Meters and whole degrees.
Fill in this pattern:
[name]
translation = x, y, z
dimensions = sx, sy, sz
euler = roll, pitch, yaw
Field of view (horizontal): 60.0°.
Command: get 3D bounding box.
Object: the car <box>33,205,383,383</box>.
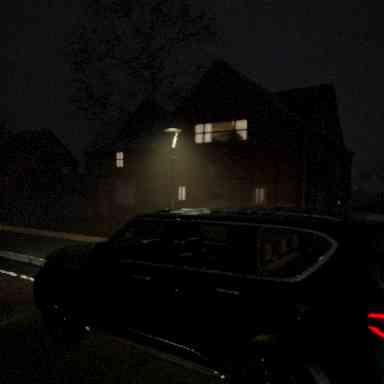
[car]
translation = 0.081, 1.210, 4.702
dimensions = 5.566, 2.045, 2.150
euler = 0, 0, 35
